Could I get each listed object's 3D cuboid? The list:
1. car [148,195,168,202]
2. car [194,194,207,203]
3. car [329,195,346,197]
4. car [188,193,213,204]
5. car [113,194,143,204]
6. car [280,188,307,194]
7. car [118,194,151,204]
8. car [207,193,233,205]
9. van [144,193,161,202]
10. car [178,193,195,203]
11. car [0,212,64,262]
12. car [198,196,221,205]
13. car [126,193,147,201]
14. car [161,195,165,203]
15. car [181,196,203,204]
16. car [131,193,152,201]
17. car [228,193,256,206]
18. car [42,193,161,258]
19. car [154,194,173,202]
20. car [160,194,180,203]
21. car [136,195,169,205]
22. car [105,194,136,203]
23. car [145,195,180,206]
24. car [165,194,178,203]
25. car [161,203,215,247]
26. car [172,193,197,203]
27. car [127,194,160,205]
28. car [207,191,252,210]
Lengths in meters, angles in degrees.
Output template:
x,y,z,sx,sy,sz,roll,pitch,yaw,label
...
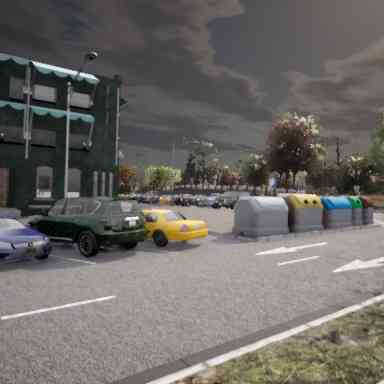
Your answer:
x,y,z,sx,sy,sz,roll,pitch,yaw,label
-8.478,1.667,82.844,2.231,1.521,4.892,1,-2,35,car
2.669,1.181,37.075,2.002,1.452,4.674,1,0,35,car
19.111,1.407,43.156,2.435,2.045,5.566,1,-2,35,car
1.843,1.411,67.929,2.435,2.045,5.566,1,-2,35,car
-10.831,1.145,56.523,2.097,1.535,5.008,1,0,35,car
17.474,0.102,57.617,1.837,1.490,4.892,2,3,-34,car
-9.241,1.139,53.934,1.946,1.575,5.366,1,0,35,car
5.332,1.412,63.013,2.435,2.045,5.566,1,-2,35,car
-10.137,1.445,85.427,1.878,1.987,4.442,1,-2,35,van
0.979,1.142,39.502,2.231,1.521,4.892,0,-1,35,car
-6.675,1.505,11.167,4.674,1.452,2.002,-1,-1,35,car
3.565,1.663,65.463,2.231,1.521,4.892,1,-2,35,car
-15.364,1.415,92.805,2.435,2.045,5.566,1,-2,35,car
-2.292,1.142,44.521,1.946,1.575,5.366,0,-1,35,car
0.029,1.653,70.276,1.946,1.575,5.366,1,-2,35,car
-13.653,1.413,90.268,2.435,2.045,5.566,1,-2,35,car
8.747,1.408,57.998,2.435,2.045,5.566,1,-2,35,car
-4.242,1.206,12.923,5.566,2.045,2.435,-1,0,35,car
-6.788,1.539,80.341,2.185,1.767,4.553,1,-2,35,car
-5.053,1.538,77.857,2.185,1.767,4.553,1,-2,35,car
-5.778,1.173,49.201,2.163,1.488,4.792,1,-1,35,car
-12.615,1.140,58.795,1.946,1.575,5.366,1,0,35,car
-4.077,1.144,46.792,2.231,1.521,4.892,0,-1,35,car
-0.723,1.016,41.913,2.185,1.767,4.553,0,-1,35,car
-1.901,1.443,14.764,5.366,1.575,1.946,-1,0,35,car
-1.566,1.414,72.943,2.435,2.045,5.566,1,-2,35,car
-7.447,1.144,51.654,2.097,1.535,5.008,0,-1,35,car
4.352,0.888,34.621,2.435,2.045,5.566,1,-1,35,car
